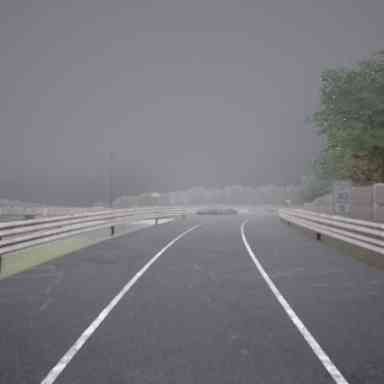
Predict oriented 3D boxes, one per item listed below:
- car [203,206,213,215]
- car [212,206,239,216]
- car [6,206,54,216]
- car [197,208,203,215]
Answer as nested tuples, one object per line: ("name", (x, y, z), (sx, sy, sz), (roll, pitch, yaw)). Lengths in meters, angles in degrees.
("car", (4.617, 3.396, 61.654), (2.097, 1.767, 4.553), (-2, -4, 37))
("car", (6.301, 3.437, 58.209), (2.033, 1.411, 5.357), (-2, -3, 37))
("car", (-17.355, 2.206, 35.884), (4.674, 1.442, 1.812), (2, -3, -38))
("car", (2.843, 3.763, 65.118), (1.994, 1.385, 4.181), (-1, -3, 36))
